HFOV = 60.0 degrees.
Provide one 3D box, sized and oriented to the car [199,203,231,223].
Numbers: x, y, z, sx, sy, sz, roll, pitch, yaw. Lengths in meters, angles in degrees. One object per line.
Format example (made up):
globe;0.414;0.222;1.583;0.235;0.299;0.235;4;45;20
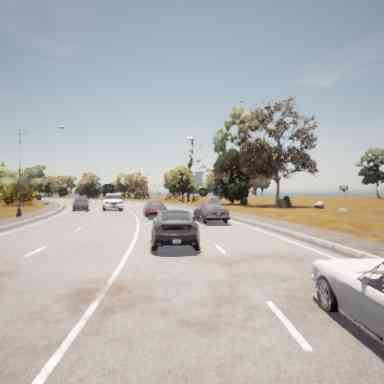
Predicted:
car;1.357;1.516;24.730;2.033;1.411;5.357;0;0;-10

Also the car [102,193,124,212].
car;-9.253;1.182;38.953;2.150;2.045;5.566;0;0;-16

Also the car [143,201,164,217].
car;-3.439;1.531;30.783;1.994;1.385;4.181;0;0;-12

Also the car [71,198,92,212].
car;-12.768;1.469;38.460;1.837;1.490;4.892;0;0;-16

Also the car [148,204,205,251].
car;-0.775;1.488;14.118;1.837;1.490;4.892;0;0;-6

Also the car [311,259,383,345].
car;3.411;1.587;4.678;1.895;1.301;4.718;0;0;-2
